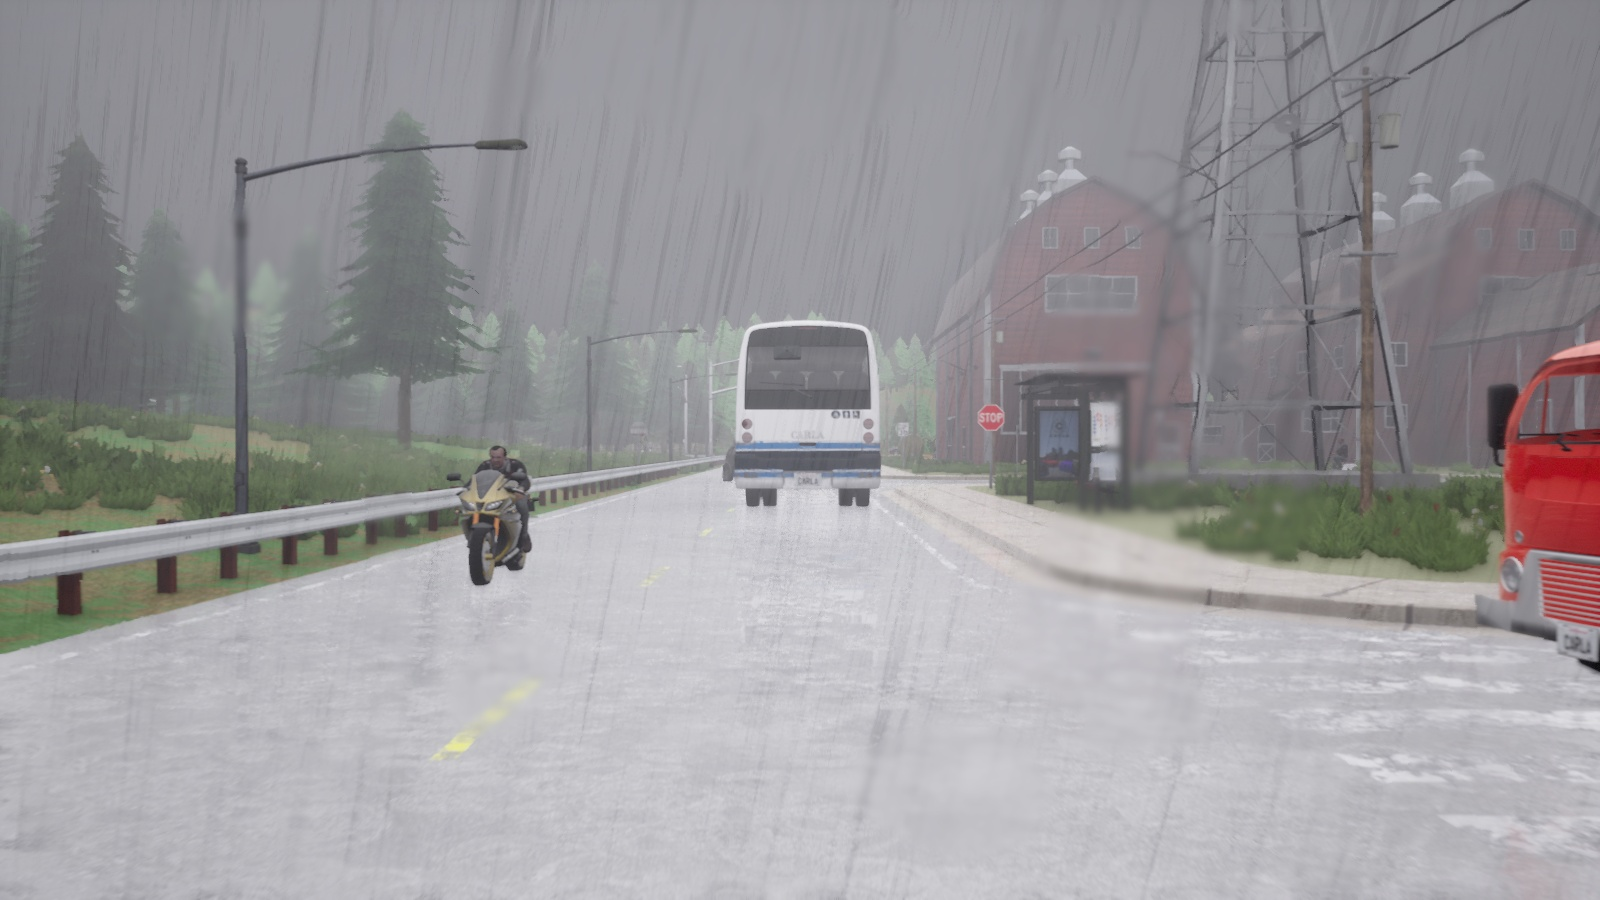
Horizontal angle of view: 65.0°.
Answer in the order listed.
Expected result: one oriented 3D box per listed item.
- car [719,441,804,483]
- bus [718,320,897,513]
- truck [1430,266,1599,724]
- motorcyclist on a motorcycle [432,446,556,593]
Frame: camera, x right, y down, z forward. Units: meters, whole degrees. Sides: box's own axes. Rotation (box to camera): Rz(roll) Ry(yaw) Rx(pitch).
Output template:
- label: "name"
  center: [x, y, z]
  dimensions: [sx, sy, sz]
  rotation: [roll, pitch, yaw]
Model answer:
- label: "car"
  center: [-1.582, 0.439, 49.863]
  dimensions: [1.851, 1.617, 3.988]
  rotation: [0, 0, -27]
- label: "bus"
  center: [0.202, -0.764, 32.854]
  dimensions: [3.944, 4.253, 10.273]
  rotation: [0, 0, 0]
- label: "truck"
  center: [6.866, 0.233, 7.244]
  dimensions: [5.204, 2.467, 2.627]
  rotation: [0, 0, -8]
- label: "motorcyclist on a motorcycle"
  center: [-3.405, 0.721, 14.195]
  dimensions: [0.866, 1.530, 2.191]
  rotation: [0, 0, 0]
